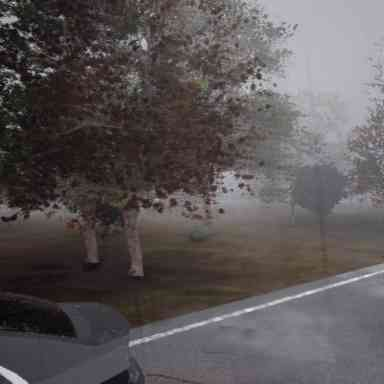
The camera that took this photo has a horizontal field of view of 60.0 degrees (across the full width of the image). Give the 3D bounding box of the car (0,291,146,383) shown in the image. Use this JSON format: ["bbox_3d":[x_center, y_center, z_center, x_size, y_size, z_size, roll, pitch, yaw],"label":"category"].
[{"bbox_3d":[-2.641,1.505,1.801,4.892,1.490,1.837,0,0,-36],"label":"car"}]
